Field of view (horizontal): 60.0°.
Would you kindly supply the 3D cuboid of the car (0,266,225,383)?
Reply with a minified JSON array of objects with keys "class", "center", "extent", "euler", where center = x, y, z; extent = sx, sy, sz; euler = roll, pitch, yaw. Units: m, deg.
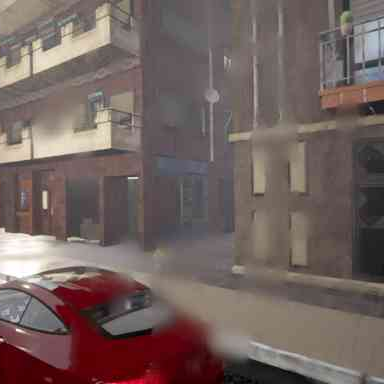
[{"class":"car","center":[-1.613,1.583,3.999],"extent":[4.206,1.307,1.802],"euler":[0,-1,36]}]
